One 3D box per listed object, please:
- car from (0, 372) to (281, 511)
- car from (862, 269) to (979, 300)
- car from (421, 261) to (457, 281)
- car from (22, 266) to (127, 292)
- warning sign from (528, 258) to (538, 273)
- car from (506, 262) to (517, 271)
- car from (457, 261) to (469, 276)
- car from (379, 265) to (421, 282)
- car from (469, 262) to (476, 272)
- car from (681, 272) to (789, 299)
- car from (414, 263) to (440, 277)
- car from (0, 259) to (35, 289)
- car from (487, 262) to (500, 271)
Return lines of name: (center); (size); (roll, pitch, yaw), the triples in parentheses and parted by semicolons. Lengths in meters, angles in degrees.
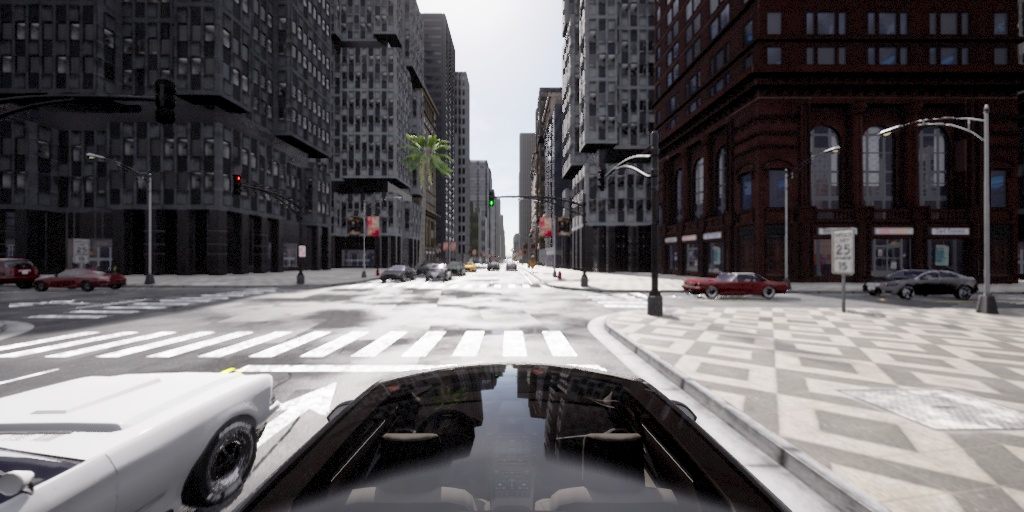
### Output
car: (-3.154, 1.349, 1.397); (1.895, 1.301, 4.718); (0, 0, -2)
car: (21.568, 1.464, 19.070); (4.902, 1.511, 2.128); (0, 0, 0)
car: (-6.715, 1.472, 33.151); (2.128, 1.511, 4.902); (0, -1, -2)
car: (-25.130, 1.361, 20.947); (4.207, 1.307, 1.802); (0, 0, -1)
warning sign: (2.702, 1.242, 47.124); (1.300, 1.860, 1.060); (0, 0, 0)
car: (-0.096, 1.841, 63.179); (2.128, 1.511, 4.902); (0, -1, 0)
car: (-6.730, 1.425, 42.248); (2.097, 1.767, 4.553); (0, -1, 0)
car: (-9.949, 1.515, 31.747); (2.033, 1.411, 5.357); (0, -1, 0)
car: (-6.762, 1.726, 56.277); (1.882, 1.535, 5.008); (0, -1, 0)
car: (11.669, 1.529, 19.043); (4.718, 1.301, 1.895); (0, 0, 0)
car: (-9.982, 1.554, 42.522); (1.882, 1.535, 5.008); (0, -1, 0)
car: (-30.768, 1.073, 20.841); (5.009, 1.841, 2.192); (0, 0, -1)
car: (-3.350, 1.858, 63.408); (1.837, 1.490, 4.892); (0, -1, 0)
